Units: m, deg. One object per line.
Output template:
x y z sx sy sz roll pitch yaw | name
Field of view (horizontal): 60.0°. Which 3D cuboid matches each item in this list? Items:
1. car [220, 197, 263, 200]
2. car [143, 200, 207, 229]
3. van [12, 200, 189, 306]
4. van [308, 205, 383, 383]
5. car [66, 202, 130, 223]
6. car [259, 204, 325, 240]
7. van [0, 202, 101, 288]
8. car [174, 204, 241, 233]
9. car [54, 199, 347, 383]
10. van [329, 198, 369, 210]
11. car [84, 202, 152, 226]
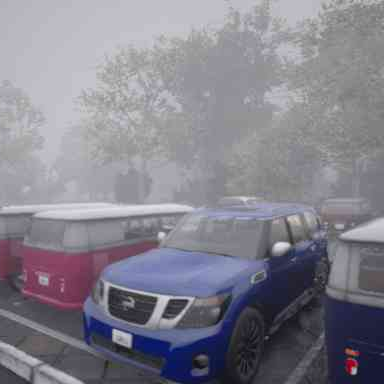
3.449 1.308 20.193 2.435 2.045 5.566 0 0 35 | car
-1.074 1.465 23.412 2.185 1.767 4.553 0 0 35 | car
-1.380 1.314 7.686 1.878 1.987 4.442 0 0 35 | van
3.188 1.283 4.438 1.878 1.987 4.442 -1 0 35 | van
-7.874 1.638 28.216 2.231 1.521 4.892 0 0 35 | car
5.804 1.541 18.712 1.946 1.575 5.366 0 0 35 | car
-3.665 1.330 9.310 1.878 1.987 4.442 0 0 35 | van
1.155 1.604 21.754 2.163 1.488 4.792 0 0 35 | car
0.821 1.273 5.943 2.435 2.045 5.566 0 0 35 | car
8.024 1.303 17.048 1.878 1.987 4.442 0 0 35 | van
-5.722 1.618 26.452 1.946 1.575 5.366 0 0 35 | car
